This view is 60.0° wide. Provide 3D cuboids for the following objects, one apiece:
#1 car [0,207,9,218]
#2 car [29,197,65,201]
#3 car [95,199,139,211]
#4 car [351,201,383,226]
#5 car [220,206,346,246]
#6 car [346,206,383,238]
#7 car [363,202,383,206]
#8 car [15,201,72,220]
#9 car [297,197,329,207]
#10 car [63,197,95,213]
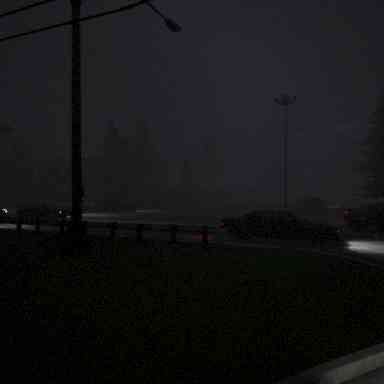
[{"bbox_3d":[-15.504,1.352,24.164,4.553,1.767,2.097,0,0,25],"label":"car"},{"bbox_3d":[-14.719,1.510,31.524,4.674,1.442,1.812,0,0,25],"label":"car"},{"bbox_3d":[-9.008,1.503,38.832,5.357,1.411,2.033,0,0,8],"label":"car"},{"bbox_3d":[13.378,1.416,22.228,4.902,1.511,2.128,0,0,25],"label":"car"},{"bbox_3d":[3.898,1.509,15.073,5.357,1.411,2.033,0,0,25],"label":"car"},{"bbox_3d":[10.142,1.544,16.014,4.718,1.301,1.895,0,0,25],"label":"car"},{"bbox_3d":[11.423,1.427,19.277,4.902,1.511,2.128,0,0,25],"label":"car"},{"bbox_3d":[-11.351,1.586,26.083,4.718,1.301,1.895,0,0,25],"label":"car"},{"bbox_3d":[16.202,1.380,44.547,4.892,1.490,1.837,0,1,-31],"label":"car"},{"bbox_3d":[-12.771,1.326,34.478,4.553,1.767,2.097,0,0,25],"label":"car"}]
